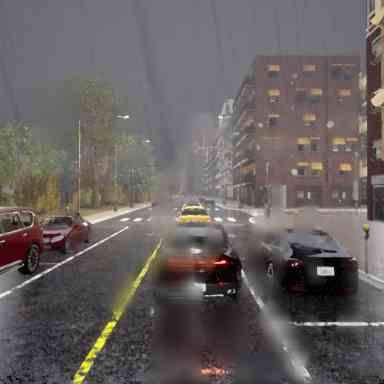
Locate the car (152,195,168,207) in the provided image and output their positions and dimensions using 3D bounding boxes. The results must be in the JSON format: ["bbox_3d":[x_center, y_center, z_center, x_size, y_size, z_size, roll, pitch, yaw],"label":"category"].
[{"bbox_3d":[-5.218,1.568,51.537,1.887,1.381,4.507,1,0,0],"label":"car"}]

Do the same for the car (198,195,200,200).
[{"bbox_3d":[2.693,1.621,69.376,1.802,1.307,4.206,1,0,0],"label":"car"}]

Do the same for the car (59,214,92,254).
[{"bbox_3d":[-5.285,1.585,13.422,1.802,1.307,4.206,1,0,0],"label":"car"}]

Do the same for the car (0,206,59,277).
[{"bbox_3d":[-5.292,1.317,7.767,2.192,1.841,5.009,1,0,0],"label":"car"}]

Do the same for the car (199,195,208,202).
[{"bbox_3d":[2.714,1.492,80.743,1.967,1.590,4.097,1,0,0],"label":"car"}]

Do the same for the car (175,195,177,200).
[{"bbox_3d":[-5.159,1.609,85.593,2.008,1.369,4.403,1,0,0],"label":"car"}]

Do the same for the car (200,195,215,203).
[{"bbox_3d":[2.664,1.574,52.327,2.008,1.369,4.403,1,0,0],"label":"car"}]

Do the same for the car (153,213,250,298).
[{"bbox_3d":[0.114,1.507,8.526,1.837,1.490,4.892,0,0,0],"label":"car"}]

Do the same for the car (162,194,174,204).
[{"bbox_3d":[-5.196,1.348,62.889,2.192,1.841,5.009,1,0,0],"label":"car"}]

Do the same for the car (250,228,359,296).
[{"bbox_3d":[2.587,1.568,8.510,1.947,1.339,4.313,1,0,0],"label":"car"}]

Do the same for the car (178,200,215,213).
[{"bbox_3d":[0.132,1.461,19.060,1.801,1.575,5.366,0,0,0],"label":"car"}]
